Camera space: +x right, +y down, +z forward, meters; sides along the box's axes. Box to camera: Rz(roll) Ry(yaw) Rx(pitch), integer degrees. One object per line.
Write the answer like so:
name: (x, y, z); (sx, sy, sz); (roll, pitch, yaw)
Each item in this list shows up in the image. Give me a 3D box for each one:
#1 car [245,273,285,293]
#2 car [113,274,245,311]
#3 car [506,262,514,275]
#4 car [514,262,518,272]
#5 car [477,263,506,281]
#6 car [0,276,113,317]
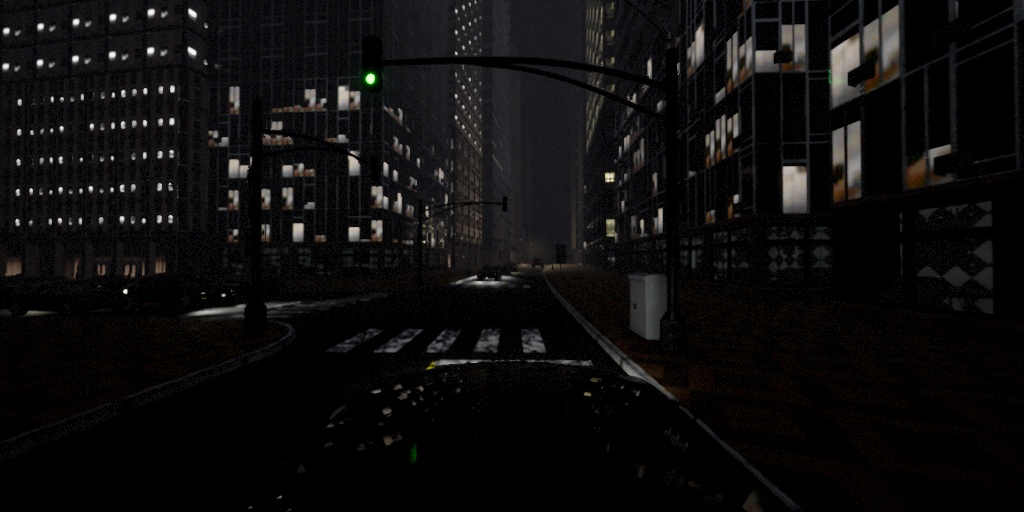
car: (-16.858, 1.766, 22.982); (4.403, 1.370, 2.007); (0, 0, 9)
car: (-15.676, 1.609, 16.957); (4.892, 1.490, 1.837); (-1, -1, 10)
car: (-1.237, 1.633, 43.675); (1.895, 1.301, 4.718); (0, 0, 5)
car: (-0.228, 1.569, 54.077); (1.882, 1.535, 5.008); (0, 0, 6)
car: (-2.003, 1.517, 33.666); (2.033, 1.411, 5.357); (0, 0, 4)
car: (-18.154, 1.661, 14.703); (4.403, 1.370, 2.007); (0, 0, 9)
